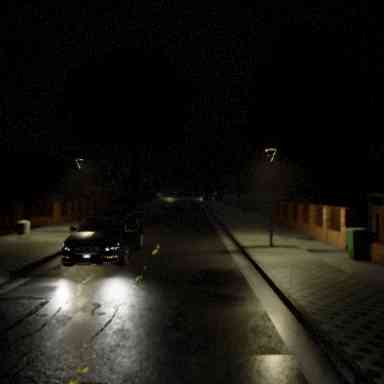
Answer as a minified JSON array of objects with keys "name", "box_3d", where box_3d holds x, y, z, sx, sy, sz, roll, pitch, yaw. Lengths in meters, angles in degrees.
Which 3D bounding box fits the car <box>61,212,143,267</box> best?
[{"name":"car","box_3d":[-2.833,1.479,11.399,1.837,1.490,4.892,0,0,0]}]
